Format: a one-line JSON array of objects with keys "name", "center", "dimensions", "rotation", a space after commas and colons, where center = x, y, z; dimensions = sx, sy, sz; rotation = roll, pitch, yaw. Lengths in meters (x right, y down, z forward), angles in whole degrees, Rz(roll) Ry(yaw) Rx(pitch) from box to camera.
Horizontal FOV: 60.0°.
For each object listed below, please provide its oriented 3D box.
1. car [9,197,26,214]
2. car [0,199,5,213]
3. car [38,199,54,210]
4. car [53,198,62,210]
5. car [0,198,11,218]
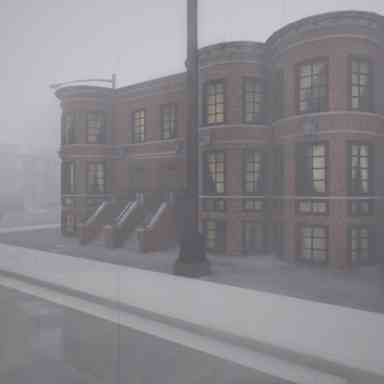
[{"name": "car", "center": [-19.473, 1.352, 33.762], "dimensions": [2.097, 1.767, 4.553], "rotation": [0, 0, 35]}, {"name": "car", "center": [-22.805, 1.491, 35.119], "dimensions": [2.128, 1.511, 4.902], "rotation": [0, 0, 36]}, {"name": "car", "center": [-17.260, 1.478, 42.899], "dimensions": [1.882, 1.535, 5.008], "rotation": [0, 0, 35]}, {"name": "car", "center": [-14.194, 1.601, 41.171], "dimensions": [1.895, 1.301, 4.718], "rotation": [0, 0, 36]}, {"name": "car", "center": [-16.953, 1.491, 25.144], "dimensions": [2.128, 1.511, 4.902], "rotation": [0, 0, 38]}]
